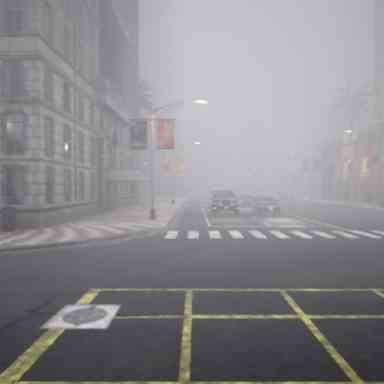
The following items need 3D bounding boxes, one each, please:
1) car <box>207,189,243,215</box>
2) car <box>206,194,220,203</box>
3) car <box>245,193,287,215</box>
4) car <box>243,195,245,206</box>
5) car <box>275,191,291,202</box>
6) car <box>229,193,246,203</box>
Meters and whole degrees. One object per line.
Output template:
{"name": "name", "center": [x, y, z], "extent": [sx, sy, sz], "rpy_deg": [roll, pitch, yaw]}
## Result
{"name": "car", "center": [2.701, 0.820, 28.715], "extent": [2.150, 2.045, 5.566], "rpy_deg": [0, 1, 1]}
{"name": "car", "center": [3.078, 0.922, 49.169], "extent": [1.895, 1.301, 4.718], "rpy_deg": [0, 1, 1]}
{"name": "car", "center": [6.203, 1.080, 28.419], "extent": [2.128, 1.511, 4.902], "rpy_deg": [0, 1, 1]}
{"name": "car", "center": [6.356, 1.001, 38.390], "extent": [2.033, 1.411, 5.357], "rpy_deg": [0, 1, 2]}
{"name": "car", "center": [13.613, 0.604, 51.177], "extent": [2.097, 1.767, 4.553], "rpy_deg": [0, 1, 1]}
{"name": "car", "center": [6.571, 0.914, 48.696], "extent": [1.895, 1.301, 4.718], "rpy_deg": [0, 1, 1]}
